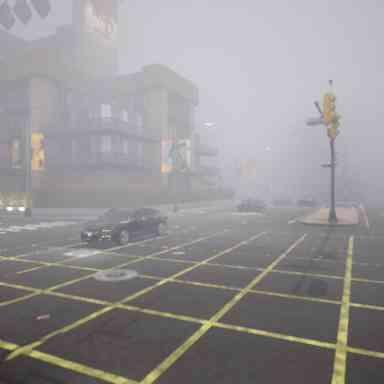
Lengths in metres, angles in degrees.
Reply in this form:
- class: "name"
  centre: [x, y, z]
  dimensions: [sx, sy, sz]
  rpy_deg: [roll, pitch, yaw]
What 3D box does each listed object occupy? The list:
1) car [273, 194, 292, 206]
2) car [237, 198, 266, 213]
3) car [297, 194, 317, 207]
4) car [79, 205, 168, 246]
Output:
- class: "car"
  centre: [12.450, 1.052, 45.712]
  dimensions: [1.812, 1.442, 4.674]
  rpy_deg: [0, 0, 26]
- class: "car"
  centre: [5.850, 1.239, 32.621]
  dimensions: [1.994, 1.385, 4.181]
  rpy_deg: [0, 1, 27]
- class: "car"
  centre: [14.763, 1.022, 42.555]
  dimensions: [1.882, 1.535, 5.008]
  rpy_deg: [0, 0, 27]
- class: "car"
  centre: [-2.845, 1.382, 14.899]
  dimensions: [1.837, 1.490, 4.892]
  rpy_deg: [0, 0, 26]
